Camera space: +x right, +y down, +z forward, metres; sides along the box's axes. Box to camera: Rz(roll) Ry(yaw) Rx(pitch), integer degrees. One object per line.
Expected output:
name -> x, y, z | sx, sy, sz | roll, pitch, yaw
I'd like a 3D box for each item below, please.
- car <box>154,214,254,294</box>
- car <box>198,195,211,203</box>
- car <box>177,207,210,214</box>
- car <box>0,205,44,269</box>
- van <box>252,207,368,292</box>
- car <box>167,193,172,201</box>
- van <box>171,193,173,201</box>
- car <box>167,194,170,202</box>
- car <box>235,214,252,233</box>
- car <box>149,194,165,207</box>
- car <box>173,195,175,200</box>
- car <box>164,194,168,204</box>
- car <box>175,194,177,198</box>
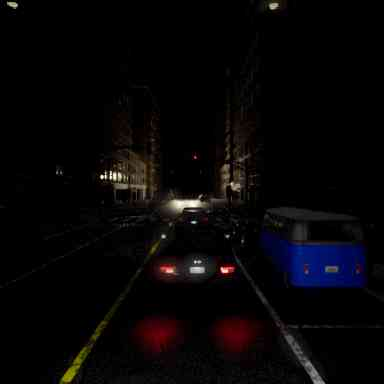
car -> 0.097, 1.546, 8.900 | 2.033, 1.411, 5.357 | 0, 0, 0
car -> 2.825, 1.404, 68.668 | 1.967, 1.590, 4.097 | 0, 0, 0
car -> 0.093, 1.557, 19.220 | 1.994, 1.385, 4.181 | 0, 0, 0
car -> -5.673, 1.313, 8.588 | 2.192, 1.841, 5.009 | 0, 0, 0
van -> 2.851, 1.339, 8.631 | 1.690, 1.788, 3.998 | 0, 0, 0
car -> -5.699, 1.508, 68.629 | 1.887, 1.381, 4.507 | 0, 0, 0
van -> -5.702, 1.305, 74.079 | 1.690, 1.788, 3.998 | 0, 0, 0
car -> -5.697, 1.509, 63.178 | 1.887, 1.381, 4.507 | 0, 0, 0
car -> 2.850, 1.562, 14.292 | 1.947, 1.339, 4.313 | 0, 0, 0
car -> -5.692, 1.493, 52.106 | 1.752, 1.417, 4.829 | 0, 0, 0
car -> -5.704, 1.516, 79.530 | 2.008, 1.369, 4.403 | 0, 0, 0
car -> -5.694, 1.516, 57.727 | 2.008, 1.369, 4.403 | 0, 0, 0
car -> -5.707, 1.282, 84.981 | 2.192, 1.841, 5.009 | 0, 0, 0
